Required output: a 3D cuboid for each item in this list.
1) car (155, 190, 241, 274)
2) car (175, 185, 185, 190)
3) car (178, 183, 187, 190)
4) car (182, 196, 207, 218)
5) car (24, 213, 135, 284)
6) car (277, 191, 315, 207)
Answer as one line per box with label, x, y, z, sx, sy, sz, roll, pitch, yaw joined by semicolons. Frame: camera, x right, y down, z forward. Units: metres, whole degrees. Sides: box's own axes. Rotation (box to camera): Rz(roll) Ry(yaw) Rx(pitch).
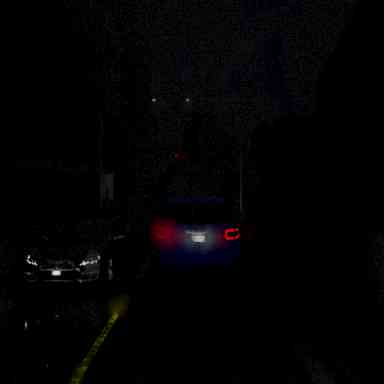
car;0.119;1.113;10.289;2.150;2.045;5.566;0;1;-1
car;-2.506;-0.592;71.227;2.097;1.767;4.553;0;2;0
car;-2.452;-1.497;86.734;2.128;1.511;4.902;0;3;0
car;0.148;1.110;26.753;1.837;1.490;4.892;0;1;-1
car;-2.817;1.405;9.349;1.837;1.490;4.892;0;1;0
car;12.851;0.766;40.031;5.009;1.841;2.192;1;1;0
